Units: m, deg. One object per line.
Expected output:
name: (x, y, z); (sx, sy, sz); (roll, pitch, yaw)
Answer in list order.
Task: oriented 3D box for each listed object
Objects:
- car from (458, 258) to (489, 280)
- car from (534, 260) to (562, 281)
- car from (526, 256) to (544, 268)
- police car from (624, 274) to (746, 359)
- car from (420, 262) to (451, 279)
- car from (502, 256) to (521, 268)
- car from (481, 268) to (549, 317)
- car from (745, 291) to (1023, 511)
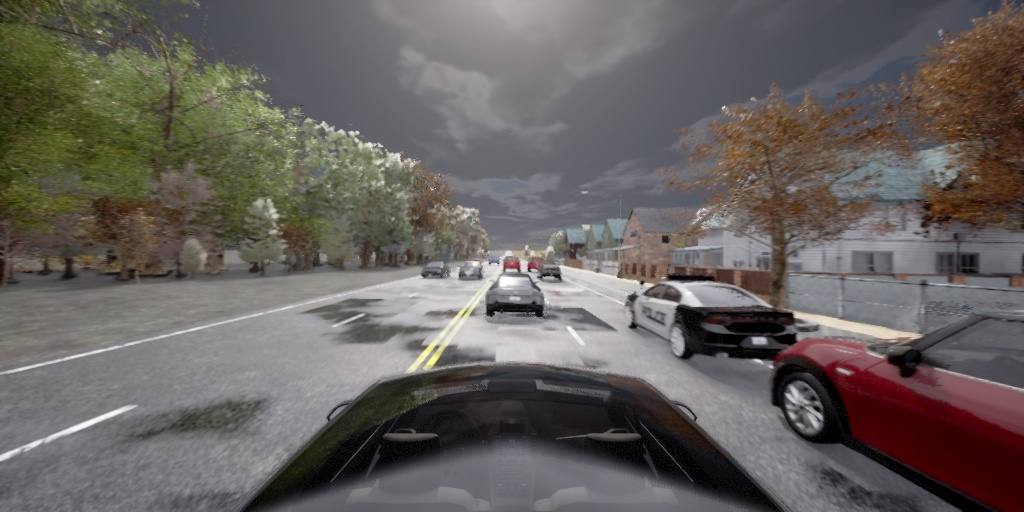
car: (-3.415, 1.204, 30.716); (2.128, 1.511, 4.902); (1, 0, 0)
car: (3.217, 1.322, 31.426); (1.837, 1.490, 4.892); (1, 0, 0)
car: (3.122, 1.040, 46.775); (2.150, 2.045, 5.566); (1, 0, 0)
police car: (4.234, 1.250, 8.728); (1.930, 1.638, 5.238); (1, 0, 0)
car: (-6.675, 1.208, 32.076); (2.033, 1.411, 5.357); (1, 0, 0)
car: (-0.032, 0.987, 45.021); (2.150, 2.045, 5.566); (1, 0, 0)
car: (0.088, 1.326, 13.415); (1.994, 1.385, 4.181); (1, 0, 0)
car: (4.259, 1.170, 2.589); (2.097, 1.767, 4.553); (1, 0, 0)
